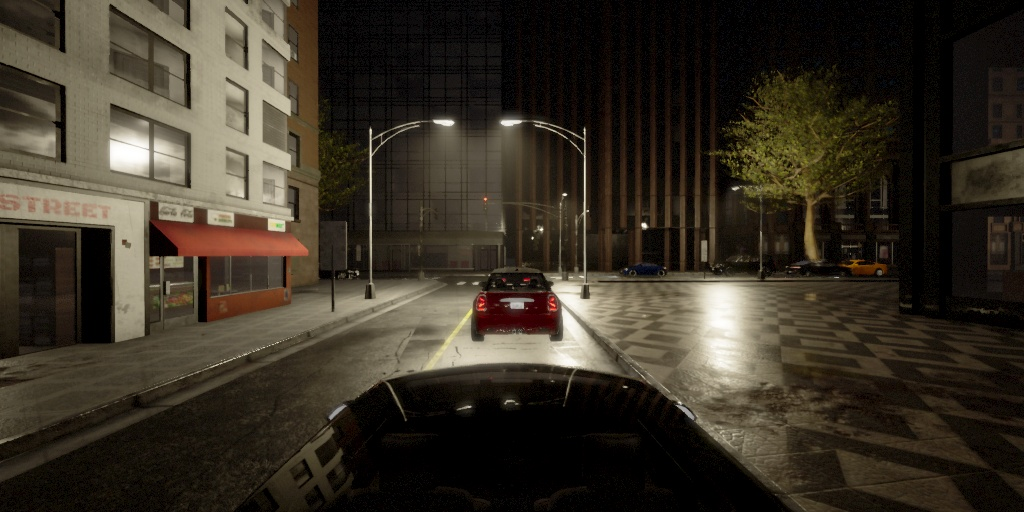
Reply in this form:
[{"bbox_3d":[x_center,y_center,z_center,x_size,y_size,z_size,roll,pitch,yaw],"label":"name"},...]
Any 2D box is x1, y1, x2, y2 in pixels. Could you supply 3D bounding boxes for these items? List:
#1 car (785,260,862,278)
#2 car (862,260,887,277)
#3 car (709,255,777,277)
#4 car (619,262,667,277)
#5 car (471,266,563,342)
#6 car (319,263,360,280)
[{"bbox_3d":[26.117,1.155,30.551,4.902,1.511,2.128,0,0,0],"label":"car"},{"bbox_3d":[32.154,1.116,33.707,5.008,1.535,1.882,0,0,0],"label":"car"},{"bbox_3d":[21.703,0.884,33.764,5.566,2.045,2.150,0,0,0],"label":"car"},{"bbox_3d":[12.318,1.257,33.823,4.181,1.385,1.994,0,0,0],"label":"car"},{"bbox_3d":[0.122,1.101,9.955,2.097,1.767,4.553,0,0,0],"label":"car"},{"bbox_3d":[-15.674,1.304,30.770,4.902,1.511,2.128,0,0,0],"label":"car"}]
